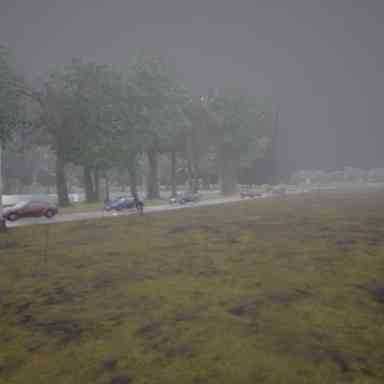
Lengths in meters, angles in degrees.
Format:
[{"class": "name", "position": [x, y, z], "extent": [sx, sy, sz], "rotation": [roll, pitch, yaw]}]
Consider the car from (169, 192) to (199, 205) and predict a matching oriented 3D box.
[{"class": "car", "position": [-0.972, 0.773, 42.644], "extent": [2.128, 1.511, 4.902], "rotation": [-2, 1, 35]}]

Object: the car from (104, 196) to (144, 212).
[{"class": "car", "position": [-6.895, 1.169, 34.274], "extent": [1.812, 1.442, 4.674], "rotation": [-2, 1, 35]}]

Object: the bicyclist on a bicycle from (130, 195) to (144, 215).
[{"class": "bicyclist on a bicycle", "position": [-4.546, 1.098, 27.249], "extent": [1.656, 1.620, 0.582], "rotation": [-1, 1, 35]}]

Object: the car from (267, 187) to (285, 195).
[{"class": "car", "position": [15.314, -0.246, 60.581], "extent": [1.882, 1.535, 5.008], "rotation": [-2, 1, 35]}]

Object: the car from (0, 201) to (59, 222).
[{"class": "car", "position": [-12.779, 1.433, 25.974], "extent": [1.812, 1.442, 4.674], "rotation": [-2, 0, 35]}]

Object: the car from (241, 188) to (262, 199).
[{"class": "car", "position": [9.351, 0.177, 52.145], "extent": [2.128, 1.511, 4.902], "rotation": [-2, 1, 35]}]
